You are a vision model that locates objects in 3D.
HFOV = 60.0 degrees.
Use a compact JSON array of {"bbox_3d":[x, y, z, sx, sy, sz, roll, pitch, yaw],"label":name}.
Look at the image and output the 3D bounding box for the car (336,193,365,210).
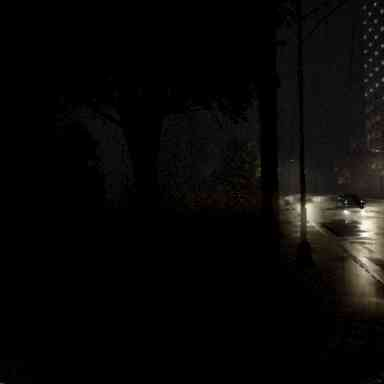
[{"bbox_3d":[17.112,0.944,36.066,2.097,1.767,4.553,-1,0,13],"label":"car"}]
